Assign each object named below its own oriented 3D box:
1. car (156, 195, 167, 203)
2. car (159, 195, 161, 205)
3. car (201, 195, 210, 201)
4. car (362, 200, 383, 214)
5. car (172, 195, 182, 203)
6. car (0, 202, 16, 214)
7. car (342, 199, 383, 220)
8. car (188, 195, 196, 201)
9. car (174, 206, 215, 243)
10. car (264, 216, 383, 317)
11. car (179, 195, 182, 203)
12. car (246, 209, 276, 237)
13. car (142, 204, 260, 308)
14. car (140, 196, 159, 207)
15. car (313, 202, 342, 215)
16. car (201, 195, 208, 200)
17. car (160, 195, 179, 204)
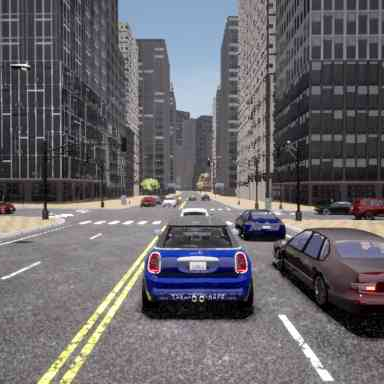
[{"bbox_3d":[-6.411,1.417,70.285,1.882,1.535,5.008,0,0,0],"label":"car"},{"bbox_3d":[-6.500,1.500,59.915,2.033,1.411,5.357,0,0,0],"label":"car"},{"bbox_3d":[3.353,1.425,80.398,1.837,1.490,4.892,0,0,0],"label":"car"},{"bbox_3d":[21.857,1.643,37.031,4.829,1.417,1.752,1,0,1],"label":"car"},{"bbox_3d":[-3.162,1.418,69.647,1.882,1.535,5.008,0,0,0],"label":"car"},{"bbox_3d":[-19.352,1.408,31.971,4.181,1.385,1.994,1,1,1],"label":"car"},{"bbox_3d":[16.237,1.519,28.751,5.009,1.841,2.192,1,0,1],"label":"car"},{"bbox_3d":[0.102,1.452,79.762,2.128,1.511,4.902,0,0,0],"label":"car"},{"bbox_3d":[0.121,1.517,16.954,1.812,1.442,4.674,0,0,0],"label":"car"},{"bbox_3d":[3.359,1.544,7.758,2.033,1.411,5.357,0,0,0],"label":"car"},{"bbox_3d":[-3.251,1.501,59.431,2.033,1.411,5.357,0,0,0],"label":"car"},{"bbox_3d":[3.370,1.555,16.997,1.994,1.385,4.181,0,0,0],"label":"car"},{"bbox_3d":[0.109,1.348,8.097,2.097,1.767,4.553,0,0,0],"label":"car"},{"bbox_3d":[-6.527,1.442,49.989,1.882,1.535,5.008,0,0,0],"label":"car"},{"bbox_3d":[15.199,1.702,34.543,4.718,1.301,1.895,0,1,1],"label":"car"},{"bbox_3d":[3.366,1.504,90.421,1.895,1.301,4.718,0,0,0],"label":"car"},{"bbox_3d":[-3.278,1.490,49.741,1.812,1.442,4.674,0,0,0],"label":"car"}]
